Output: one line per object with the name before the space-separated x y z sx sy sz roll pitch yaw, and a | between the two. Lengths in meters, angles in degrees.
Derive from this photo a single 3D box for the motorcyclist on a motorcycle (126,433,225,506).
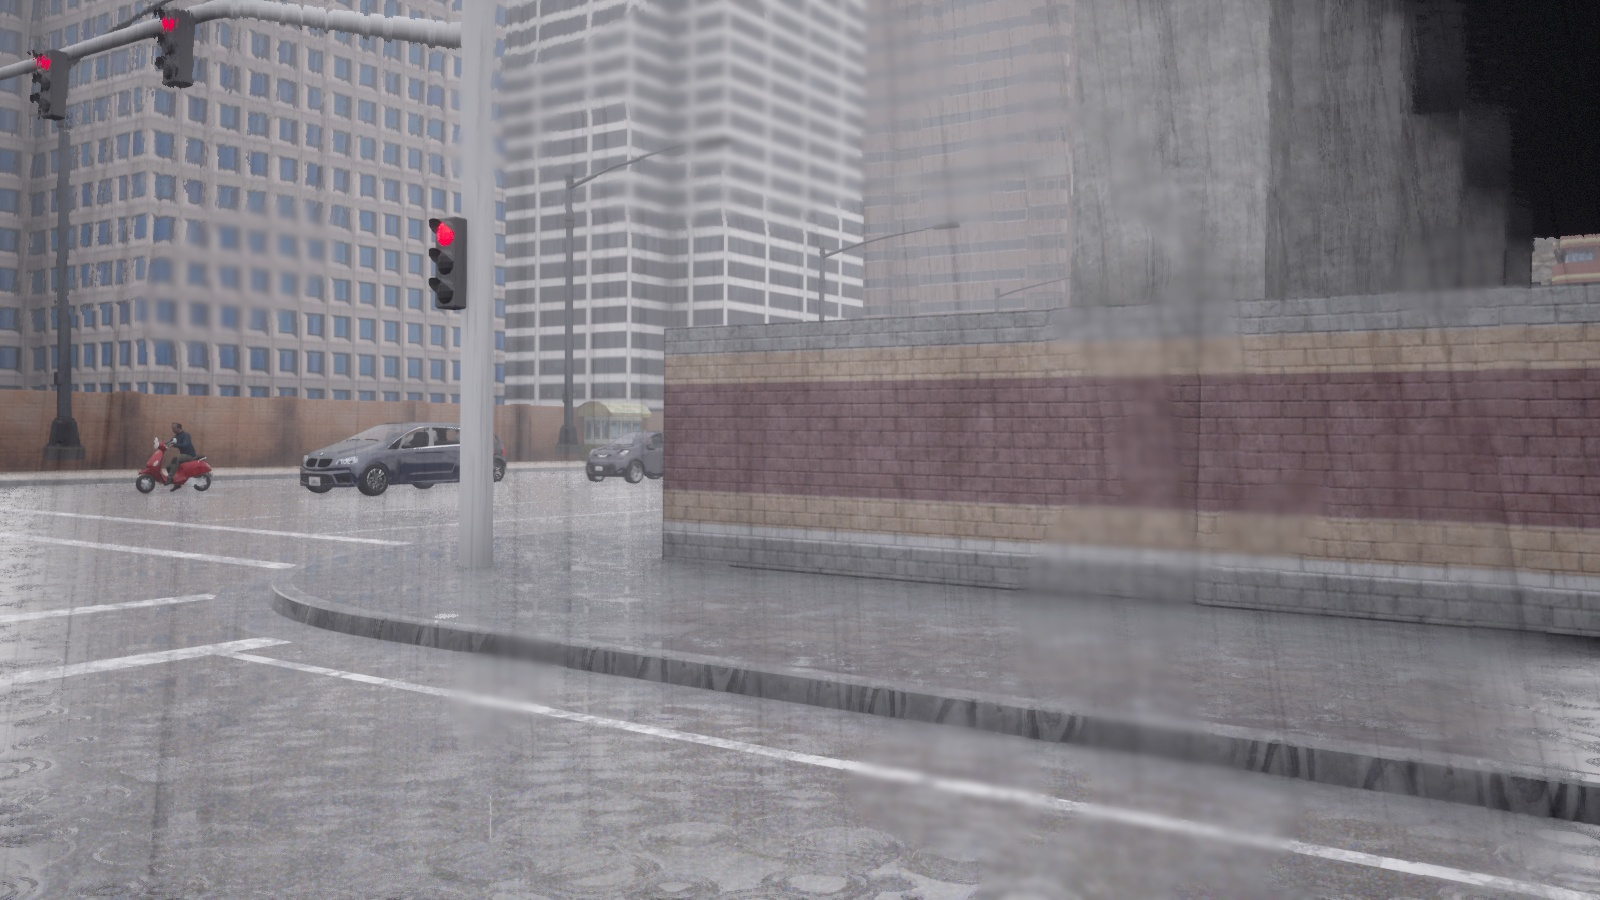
motorcyclist on a motorcycle | -14.162 0.424 28.516 0.866 1.590 1.817 0 1 34

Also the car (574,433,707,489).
car | -4.577 0.288 36.442 1.845 1.501 3.633 0 1 34

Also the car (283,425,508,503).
car | -9.350 0.259 29.396 2.242 1.667 4.611 0 1 34

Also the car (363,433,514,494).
car | -9.947 0.323 34.756 1.789 1.549 3.705 0 1 34
